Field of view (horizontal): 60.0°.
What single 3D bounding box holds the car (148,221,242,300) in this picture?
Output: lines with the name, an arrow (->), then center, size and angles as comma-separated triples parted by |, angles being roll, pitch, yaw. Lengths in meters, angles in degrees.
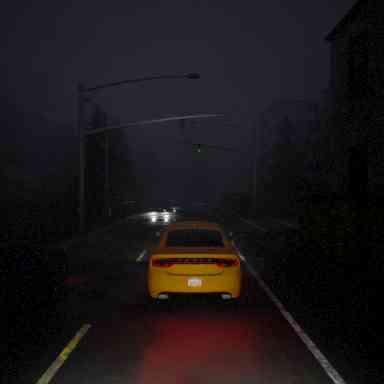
car -> 0.060, 1.478, 8.463 | 1.882, 1.535, 5.008 | 0, 0, 0

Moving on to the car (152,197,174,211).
car -> -3.607, 1.600, 40.252 | 1.895, 1.301, 4.718 | 0, 0, 1

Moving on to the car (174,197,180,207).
car -> -3.025, 1.525, 50.429 | 1.812, 1.442, 4.674 | 0, 0, 9

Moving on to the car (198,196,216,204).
car -> 2.973, 1.564, 65.522 | 1.994, 1.385, 4.181 | 0, 0, 36

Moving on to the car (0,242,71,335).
car -> -3.611, 1.547, 5.125 | 2.033, 1.411, 5.357 | 0, 0, 0
